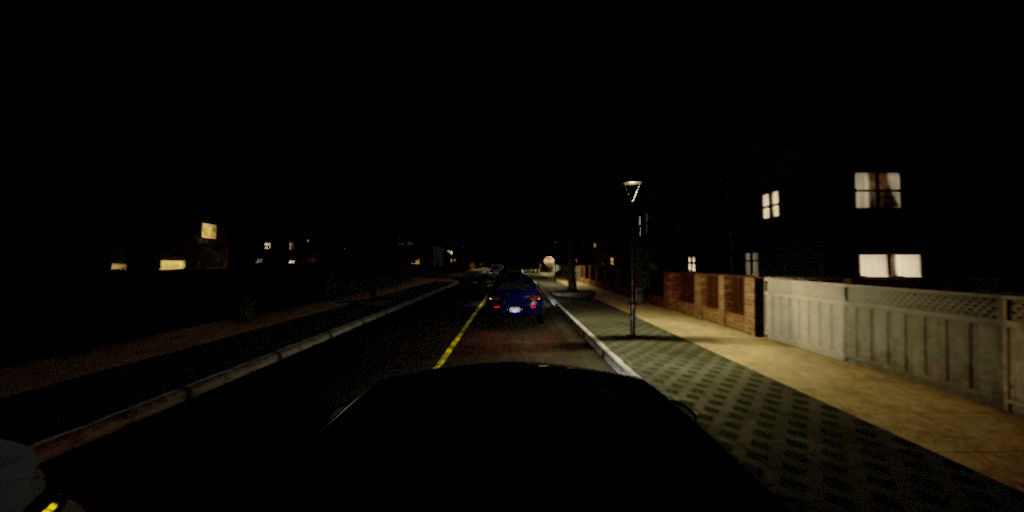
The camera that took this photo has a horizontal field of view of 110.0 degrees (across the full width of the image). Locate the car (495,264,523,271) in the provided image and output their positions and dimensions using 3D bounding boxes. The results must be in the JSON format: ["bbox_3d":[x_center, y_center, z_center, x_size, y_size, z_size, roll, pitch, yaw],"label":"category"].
[{"bbox_3d":[0.051,1.558,26.137,2.128,1.511,4.902,0,-1,-1],"label":"car"}]

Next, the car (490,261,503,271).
[{"bbox_3d":[-2.803,1.863,65.209,2.150,2.045,5.566,0,-1,1],"label":"car"}]

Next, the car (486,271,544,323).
[{"bbox_3d":[0.088,1.413,12.667,1.812,1.442,4.674,0,-1,0],"label":"car"}]
